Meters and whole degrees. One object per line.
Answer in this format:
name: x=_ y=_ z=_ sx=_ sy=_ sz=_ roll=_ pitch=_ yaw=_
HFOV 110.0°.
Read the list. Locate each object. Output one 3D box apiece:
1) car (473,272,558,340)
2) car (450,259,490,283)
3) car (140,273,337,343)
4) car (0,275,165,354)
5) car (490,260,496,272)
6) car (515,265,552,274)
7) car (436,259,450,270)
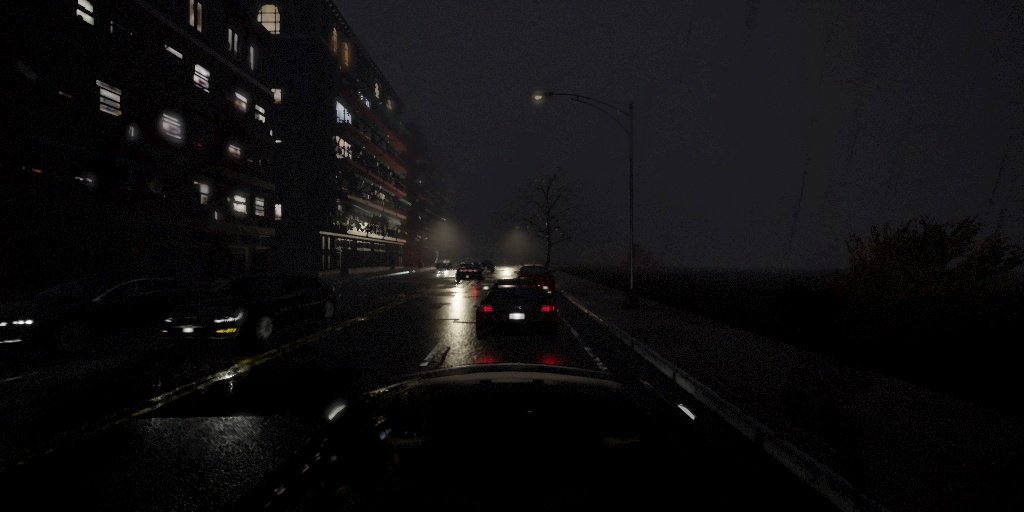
car: x=0.107 y=1.315 z=10.018 sx=1.994 sy=1.385 sz=4.181 roll=0 pitch=0 yaw=0
car: x=-3.131 y=1.243 z=27.651 sx=2.128 sy=1.511 sz=4.902 roll=0 pitch=0 yaw=0
car: x=-6.596 y=1.256 z=9.732 sx=1.837 sy=1.490 sz=4.892 roll=0 pitch=0 yaw=0
car: x=-9.846 y=1.242 z=8.790 sx=2.128 sy=1.511 sz=4.902 roll=0 pitch=0 yaw=0
car: x=-3.119 y=1.254 z=44.162 sx=1.837 sy=1.490 sz=4.892 roll=0 pitch=0 yaw=0
car: x=1.149 y=1.230 z=18.938 sx=1.882 sy=1.535 sz=5.008 roll=0 pitch=0 yaw=0
car: x=-9.809 y=1.242 z=52.159 sx=2.128 sy=1.511 sz=4.902 roll=0 pitch=0 yaw=0
